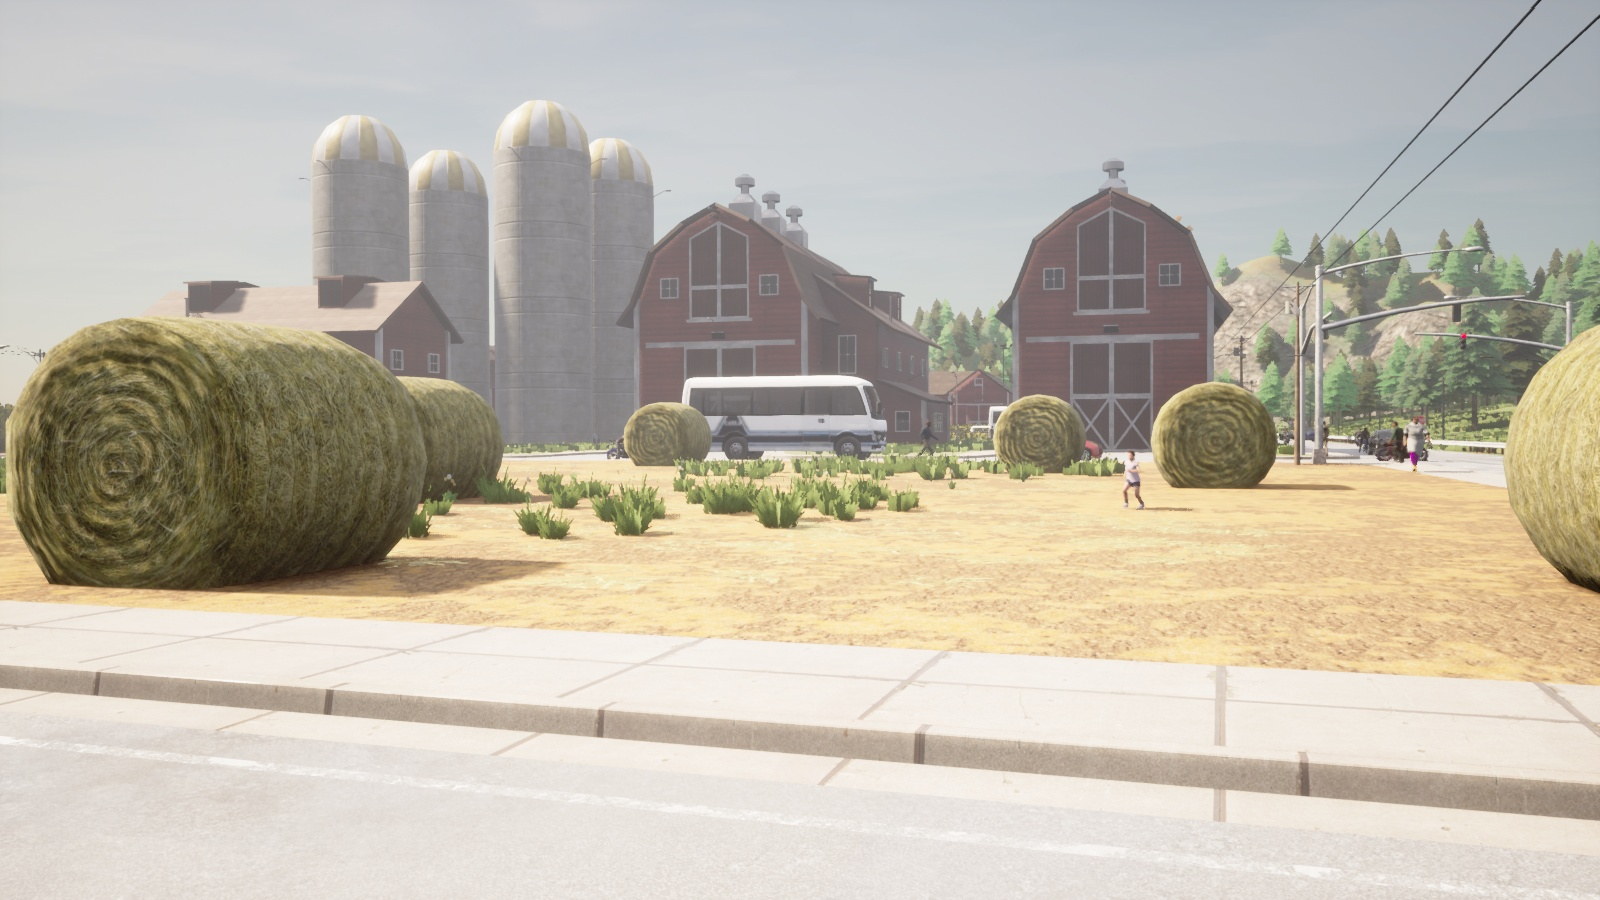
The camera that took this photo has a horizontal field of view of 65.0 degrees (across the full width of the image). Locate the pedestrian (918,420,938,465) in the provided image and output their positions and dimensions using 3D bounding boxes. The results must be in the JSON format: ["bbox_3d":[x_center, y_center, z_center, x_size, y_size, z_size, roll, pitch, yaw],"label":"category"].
[{"bbox_3d":[5.165,-0.305,50.657,0.726,1.835,0.370,1,1,20],"label":"pedestrian"}]

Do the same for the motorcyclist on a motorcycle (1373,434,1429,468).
[{"bbox_3d":[28.039,0.042,58.618,2.191,1.530,0.866,0,1,15],"label":"motorcyclist on a motorcycle"}]

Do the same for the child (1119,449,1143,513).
[{"bbox_3d":[5.807,0.536,22.027,0.255,1.110,0.394,1,1,41],"label":"child"}]

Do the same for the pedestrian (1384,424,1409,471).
[{"bbox_3d":[24.716,-0.110,52.044,0.423,1.949,0.788,0,1,-35],"label":"pedestrian"}]

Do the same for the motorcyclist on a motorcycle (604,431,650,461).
[{"bbox_3d":[-8.915,-0.212,64.734,2.191,1.530,0.866,1,1,15],"label":"motorcyclist on a motorcycle"}]

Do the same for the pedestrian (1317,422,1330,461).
[{"bbox_3d":[26.338,-0.416,63.173,0.396,1.930,0.692,0,1,8],"label":"pedestrian"}]

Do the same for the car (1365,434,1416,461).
[{"bbox_3d":[33.967,-0.165,72.361,1.837,1.490,4.892,0,1,16],"label":"car"}]

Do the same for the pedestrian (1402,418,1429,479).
[{"bbox_3d":[19.863,-0.067,40.548,0.659,1.952,0.873,1,1,20],"label":"pedestrian"}]

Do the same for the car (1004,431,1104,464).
[{"bbox_3d":[11.986,-0.126,59.228,4.514,1.525,2.007,0,1,15],"label":"car"}]

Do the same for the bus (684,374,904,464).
[{"bbox_3d":[-0.240,-1.542,62.431,10.273,4.253,3.944,0,1,15],"label":"bus"}]
